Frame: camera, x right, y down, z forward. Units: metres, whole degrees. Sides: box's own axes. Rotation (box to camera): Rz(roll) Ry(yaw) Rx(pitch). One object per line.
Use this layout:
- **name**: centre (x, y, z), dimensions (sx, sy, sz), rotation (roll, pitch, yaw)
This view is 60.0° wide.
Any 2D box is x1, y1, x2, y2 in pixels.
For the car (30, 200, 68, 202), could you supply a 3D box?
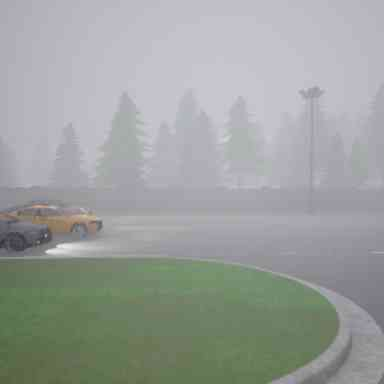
- **car**: centre (-8.826, 1.411, 19.761), dimensions (4.902, 1.511, 2.128), rotation (0, 0, -4)

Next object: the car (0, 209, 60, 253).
- **car**: centre (-7.678, 1.507, 12.827), dimensions (4.181, 1.385, 1.994), rotation (0, 0, -4)

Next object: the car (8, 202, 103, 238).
- **car**: centre (-6.968, 1.411, 16.388), dimensions (5.008, 1.535, 1.882), rotation (0, 0, -4)

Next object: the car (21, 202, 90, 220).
- **car**: centre (-10.822, 1.495, 26.635), dimensions (4.718, 1.301, 1.895), rotation (0, 0, -4)
